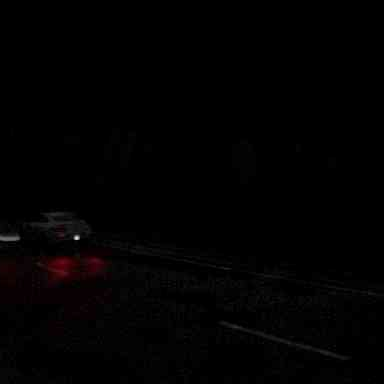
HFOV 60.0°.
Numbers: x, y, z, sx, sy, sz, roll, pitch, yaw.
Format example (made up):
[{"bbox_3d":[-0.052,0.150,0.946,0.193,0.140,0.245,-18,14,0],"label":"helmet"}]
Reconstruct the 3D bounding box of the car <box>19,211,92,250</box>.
[{"bbox_3d":[-5.987,1.554,14.480,1.812,1.442,4.674,0,-1,-42],"label":"car"}]
